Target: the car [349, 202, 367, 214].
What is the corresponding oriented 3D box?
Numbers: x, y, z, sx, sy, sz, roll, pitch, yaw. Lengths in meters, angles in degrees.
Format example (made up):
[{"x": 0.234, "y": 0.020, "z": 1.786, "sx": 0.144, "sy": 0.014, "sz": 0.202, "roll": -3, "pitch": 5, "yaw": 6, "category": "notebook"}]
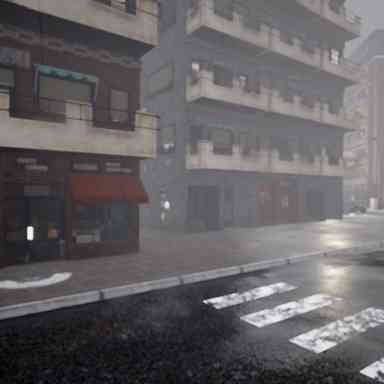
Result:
[{"x": 18.435, "y": 1.783, "z": 38.621, "sx": 1.895, "sy": 1.301, "sz": 4.718, "roll": 0, "pitch": 0, "yaw": 5, "category": "car"}]
